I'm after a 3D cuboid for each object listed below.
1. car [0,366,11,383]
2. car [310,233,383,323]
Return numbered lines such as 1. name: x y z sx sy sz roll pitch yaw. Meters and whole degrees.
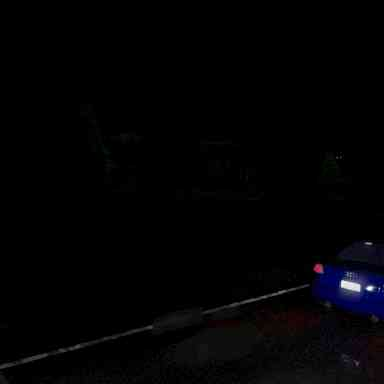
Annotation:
1. car: -3.355 1.601 1.356 4.718 1.301 1.895 0 0 -35
2. car: 4.322 1.564 6.825 4.181 1.385 1.994 0 0 -36
